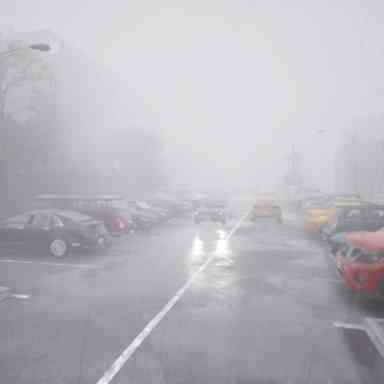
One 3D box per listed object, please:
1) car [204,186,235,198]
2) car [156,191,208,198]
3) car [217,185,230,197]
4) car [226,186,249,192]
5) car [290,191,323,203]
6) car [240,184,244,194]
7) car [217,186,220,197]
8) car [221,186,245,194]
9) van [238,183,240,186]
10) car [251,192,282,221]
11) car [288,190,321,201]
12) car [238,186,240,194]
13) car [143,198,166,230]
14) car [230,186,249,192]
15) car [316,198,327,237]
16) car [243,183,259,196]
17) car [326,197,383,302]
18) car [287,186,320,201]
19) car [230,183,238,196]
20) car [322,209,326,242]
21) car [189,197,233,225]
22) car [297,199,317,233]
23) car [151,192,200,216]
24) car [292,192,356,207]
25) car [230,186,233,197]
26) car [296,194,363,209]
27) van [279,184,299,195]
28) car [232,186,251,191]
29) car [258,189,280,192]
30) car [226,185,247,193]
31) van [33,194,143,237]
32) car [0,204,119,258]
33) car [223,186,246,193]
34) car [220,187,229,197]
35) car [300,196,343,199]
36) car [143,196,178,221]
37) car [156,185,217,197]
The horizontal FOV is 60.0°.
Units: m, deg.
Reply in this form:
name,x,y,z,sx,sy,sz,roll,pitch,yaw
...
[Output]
name,x,y,z,sx,sy,sz,roll,pitch,yaw
car,4.383,0.029,52.686,4.553,1.767,2.185,0,2,14
car,-1.535,0.908,28.265,5.008,1.535,2.097,0,2,14
car,2.358,0.280,44.558,4.553,1.767,2.185,0,2,14
car,11.375,-0.772,82.600,5.366,1.575,1.946,0,2,14
car,11.405,0.922,29.368,4.674,1.452,2.002,0,2,14
car,7.602,-0.261,66.147,5.008,1.535,2.097,0,2,14
car,0.364,0.535,36.292,4.553,1.767,2.185,0,2,14
car,8.930,-0.431,71.700,4.892,1.521,2.231,0,2,14
van,5.549,-0.240,58.147,4.442,1.987,1.878,0,2,14
car,5.204,1.068,23.177,1.882,1.535,5.008,0,2,14
car,12.123,0.830,32.344,4.674,1.452,2.002,0,2,14
car,4.979,0.100,55.417,4.792,1.488,2.163,0,2,14
car,-4.166,1.245,17.413,4.892,1.521,2.231,0,2,14
car,12.182,-0.822,85.278,4.792,1.488,2.163,0,2,14
car,7.244,1.280,12.234,4.553,1.767,2.185,0,2,14
car,11.435,-0.396,62.300,2.150,2.045,5.566,1,2,14
car,5.894,1.258,6.620,5.566,2.045,2.435,0,1,14
car,12.784,0.576,35.201,4.553,1.767,2.185,0,2,14
car,3.671,-0.013,49.980,5.566,2.045,2.435,0,2,14
car,6.616,1.468,9.479,5.008,1.535,2.097,0,1,14
car,1.459,1.247,21.298,1.895,1.301,4.718,0,2,14
car,7.784,1.318,15.133,5.366,1.575,1.946,0,2,14
car,-2.202,0.993,25.554,4.892,1.521,2.231,0,2,14
car,10.747,1.000,26.504,4.792,1.488,2.163,0,2,14
car,3.014,0.351,47.276,4.792,1.488,2.163,0,2,14
car,9.377,1.143,20.921,4.892,1.521,2.231,0,2,14
van,23.066,-0.821,77.191,4.442,1.987,1.878,0,2,14
car,13.491,-0.990,90.708,4.792,1.488,2.163,0,2,14
car,9.285,0.632,40.102,1.994,1.385,4.181,0,2,14
car,10.277,-0.725,77.115,4.553,1.767,2.185,0,2,14
van,-4.701,1.097,14.662,4.442,1.987,1.878,0,1,14
car,-5.467,1.380,11.965,4.892,1.521,2.231,0,1,14
car,9.597,-0.515,74.412,4.892,1.521,2.231,0,2,14
car,1.762,0.519,41.831,4.792,1.488,2.163,0,2,14
car,8.833,1.233,17.903,5.366,1.575,1.946,0,2,14
car,-3.508,1.200,20.124,4.674,1.452,2.002,0,2,14
car,-0.858,0.574,30.967,5.566,2.045,2.435,0,2,14
